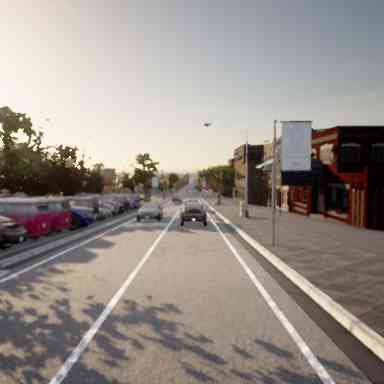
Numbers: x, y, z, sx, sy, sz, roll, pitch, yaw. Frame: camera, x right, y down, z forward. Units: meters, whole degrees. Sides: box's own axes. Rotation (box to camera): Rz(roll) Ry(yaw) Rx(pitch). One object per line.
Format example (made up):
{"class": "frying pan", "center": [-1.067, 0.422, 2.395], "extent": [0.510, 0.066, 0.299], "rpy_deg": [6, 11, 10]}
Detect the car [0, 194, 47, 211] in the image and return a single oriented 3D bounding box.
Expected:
{"class": "car", "center": [-22.003, 1.308, 42.723], "extent": [5.566, 2.045, 2.435], "rpy_deg": [0, 0, 0]}

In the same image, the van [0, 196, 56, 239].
{"class": "van", "center": [-9.045, 1.315, 15.481], "extent": [4.442, 1.987, 1.878], "rpy_deg": [0, 0, 0]}

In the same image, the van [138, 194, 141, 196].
{"class": "van", "center": [-9.069, 1.328, 43.522], "extent": [4.442, 1.987, 1.878], "rpy_deg": [0, 0, 0]}

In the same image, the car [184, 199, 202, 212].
{"class": "car", "center": [0.121, 1.606, 41.659], "extent": [2.033, 1.411, 5.357], "rpy_deg": [0, 0, 0]}

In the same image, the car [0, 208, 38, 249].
{"class": "car", "center": [-8.919, 1.530, 12.677], "extent": [4.892, 1.521, 2.231], "rpy_deg": [0, 0, 0]}

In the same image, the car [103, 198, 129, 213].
{"class": "car", "center": [-8.972, 1.615, 32.307], "extent": [4.792, 1.488, 2.163], "rpy_deg": [0, 0, 0]}

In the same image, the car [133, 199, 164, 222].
{"class": "car", "center": [-3.323, 1.593, 27.046], "extent": [1.812, 1.442, 4.674], "rpy_deg": [0, 0, 0]}

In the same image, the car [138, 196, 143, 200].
{"class": "car", "center": [-8.945, 1.565, 40.719], "extent": [5.008, 1.535, 2.097], "rpy_deg": [0, 0, 0]}

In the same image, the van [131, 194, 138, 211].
{"class": "van", "center": [-8.831, 1.348, 37.911], "extent": [4.442, 1.987, 1.878], "rpy_deg": [0, 0, 0]}

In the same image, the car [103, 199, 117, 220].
{"class": "car", "center": [-8.944, 1.581, 26.696], "extent": [4.892, 1.521, 2.231], "rpy_deg": [0, 0, 0]}

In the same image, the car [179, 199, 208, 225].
{"class": "car", "center": [0.113, 1.572, 24.652], "extent": [1.837, 1.490, 4.892], "rpy_deg": [0, 0, 0]}

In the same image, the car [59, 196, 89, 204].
{"class": "car", "center": [-22.019, 1.515, 62.154], "extent": [4.792, 1.488, 2.163], "rpy_deg": [0, 0, 0]}

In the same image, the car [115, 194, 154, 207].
{"class": "car", "center": [-8.932, 1.271, 51.932], "extent": [5.566, 2.045, 2.435], "rpy_deg": [0, 0, 0]}

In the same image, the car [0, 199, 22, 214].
{"class": "car", "center": [-22.021, 1.577, 37.172], "extent": [5.008, 1.535, 2.097], "rpy_deg": [0, 0, 0]}

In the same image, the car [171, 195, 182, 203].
{"class": "car", "center": [-3.216, 1.316, 68.822], "extent": [2.097, 1.767, 4.553], "rpy_deg": [0, 0, 0]}

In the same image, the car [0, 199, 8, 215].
{"class": "car", "center": [-22.209, 1.580, 34.394], "extent": [5.366, 1.575, 1.946], "rpy_deg": [0, 0, 0]}

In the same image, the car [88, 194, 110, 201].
{"class": "car", "center": [-22.095, 1.300, 78.806], "extent": [4.553, 1.767, 2.185], "rpy_deg": [0, 0, 0]}

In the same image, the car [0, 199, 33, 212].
{"class": "car", "center": [-22.023, 1.570, 39.950], "extent": [4.892, 1.521, 2.231], "rpy_deg": [0, 0, 0]}

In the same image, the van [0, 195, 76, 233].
{"class": "van", "center": [-9.047, 1.326, 18.284], "extent": [4.442, 1.987, 1.878], "rpy_deg": [0, 0, 0]}

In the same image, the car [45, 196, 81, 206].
{"class": "car", "center": [-21.858, 1.504, 56.602], "extent": [5.366, 1.575, 1.946], "rpy_deg": [0, 0, 0]}

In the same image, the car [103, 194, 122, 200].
{"class": "car", "center": [-22.105, 1.411, 92.684], "extent": [4.792, 1.488, 2.163], "rpy_deg": [0, 0, 0]}

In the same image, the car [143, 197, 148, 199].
{"class": "car", "center": [-8.958, 1.584, 46.326], "extent": [4.674, 1.452, 2.002], "rpy_deg": [0, 0, 0]}

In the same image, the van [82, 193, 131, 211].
{"class": "van", "center": [-9.062, 1.354, 35.110], "extent": [4.442, 1.987, 1.878], "rpy_deg": [0, 0, 0]}

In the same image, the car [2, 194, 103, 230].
{"class": "car", "center": [-8.905, 1.312, 21.089], "extent": [5.566, 2.045, 2.435], "rpy_deg": [0, 0, 0]}

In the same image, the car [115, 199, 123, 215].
{"class": "car", "center": [-8.938, 1.624, 29.499], "extent": [4.674, 1.452, 2.002], "rpy_deg": [0, 0, 0]}

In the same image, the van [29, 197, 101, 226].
{"class": "van", "center": [-9.052, 1.349, 23.889], "extent": [4.442, 1.987, 1.878], "rpy_deg": [0, 0, 0]}
